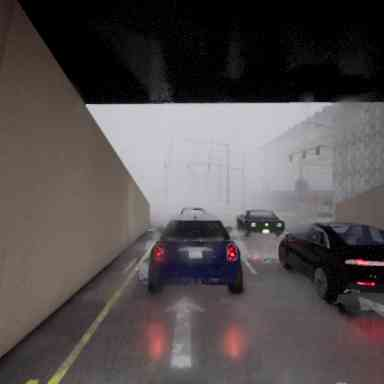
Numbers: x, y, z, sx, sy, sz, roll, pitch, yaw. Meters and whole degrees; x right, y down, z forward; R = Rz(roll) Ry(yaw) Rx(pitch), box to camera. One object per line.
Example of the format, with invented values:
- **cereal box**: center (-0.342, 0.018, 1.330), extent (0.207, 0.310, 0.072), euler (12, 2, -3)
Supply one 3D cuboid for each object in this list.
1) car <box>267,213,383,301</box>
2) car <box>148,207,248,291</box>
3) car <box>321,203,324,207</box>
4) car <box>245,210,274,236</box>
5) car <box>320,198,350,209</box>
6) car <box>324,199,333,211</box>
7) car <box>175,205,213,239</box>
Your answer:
- **car**: center (3.581, 1.500, 8.315), extent (2.128, 1.511, 4.902), euler (0, 0, 0)
- **car**: center (0.080, 1.363, 9.222), extent (2.097, 1.767, 4.553), euler (0, 0, 0)
- **car**: center (17.498, 1.501, 40.676), extent (2.038, 1.542, 4.974), euler (0, 0, 45)
- **car**: center (3.582, 1.623, 18.283), extent (1.895, 1.301, 4.718), euler (0, 0, 0)
- **car**: center (17.534, 1.343, 40.713), extent (1.853, 1.218, 4.536), euler (0, 0, 45)
- **car**: center (17.398, 1.495, 36.069), extent (2.038, 1.542, 4.974), euler (0, 0, -35)
- **car**: center (0.060, 1.548, 18.274), extent (1.812, 1.442, 4.674), euler (0, 0, 0)
